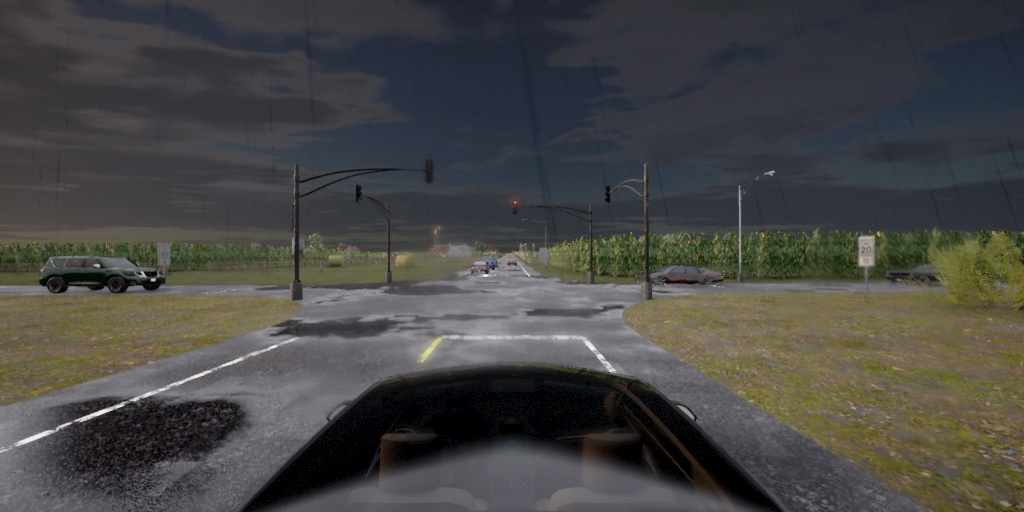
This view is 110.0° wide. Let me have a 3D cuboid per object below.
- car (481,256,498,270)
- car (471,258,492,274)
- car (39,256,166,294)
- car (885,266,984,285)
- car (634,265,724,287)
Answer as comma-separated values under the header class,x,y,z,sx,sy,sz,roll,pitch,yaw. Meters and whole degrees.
class,x,y,z,sx,sy,sz,roll,pitch,yaw
car,-3.595,0.982,51.922,2.150,2.045,5.566,0,0,-1
car,-3.601,1.292,41.241,1.812,1.442,4.674,0,0,0
car,-23.373,1.029,20.578,5.566,2.045,2.150,0,0,0
car,28.024,1.288,23.940,4.718,1.301,1.895,0,0,0
car,11.025,1.287,23.821,5.357,1.411,2.033,0,0,0
